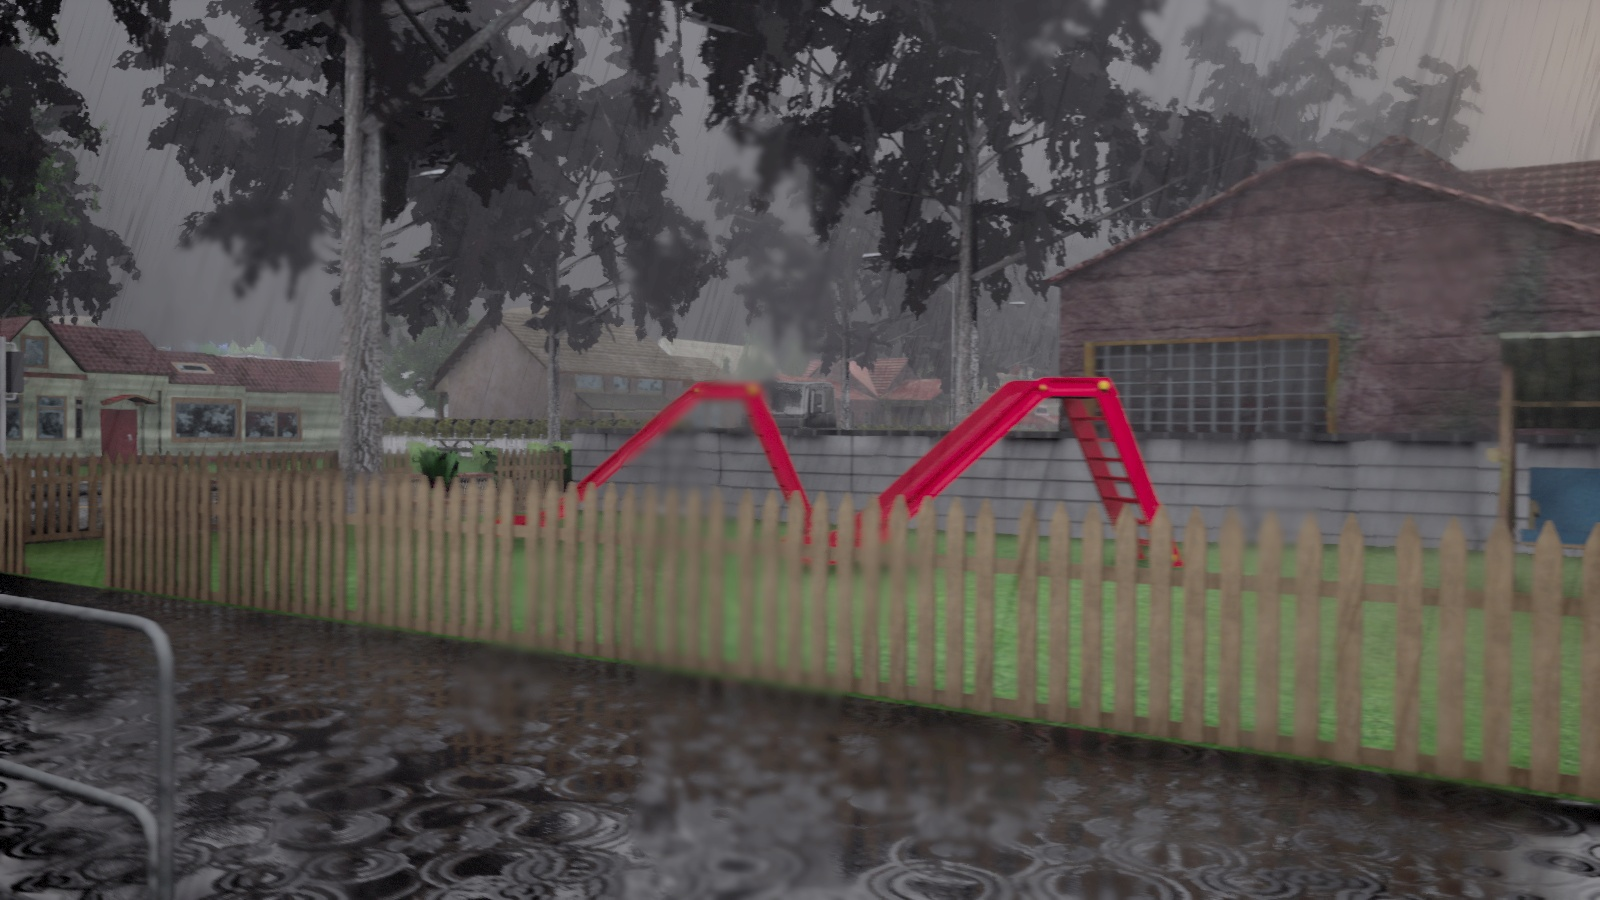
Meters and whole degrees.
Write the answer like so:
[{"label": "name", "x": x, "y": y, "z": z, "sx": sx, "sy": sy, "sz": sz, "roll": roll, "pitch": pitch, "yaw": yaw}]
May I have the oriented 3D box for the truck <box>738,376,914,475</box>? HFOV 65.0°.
[{"label": "truck", "x": 1.160, "y": -0.914, "z": 47.860, "sx": 2.891, "sy": 3.462, "sz": 7.936, "roll": 0, "pitch": 1, "yaw": 34}]
